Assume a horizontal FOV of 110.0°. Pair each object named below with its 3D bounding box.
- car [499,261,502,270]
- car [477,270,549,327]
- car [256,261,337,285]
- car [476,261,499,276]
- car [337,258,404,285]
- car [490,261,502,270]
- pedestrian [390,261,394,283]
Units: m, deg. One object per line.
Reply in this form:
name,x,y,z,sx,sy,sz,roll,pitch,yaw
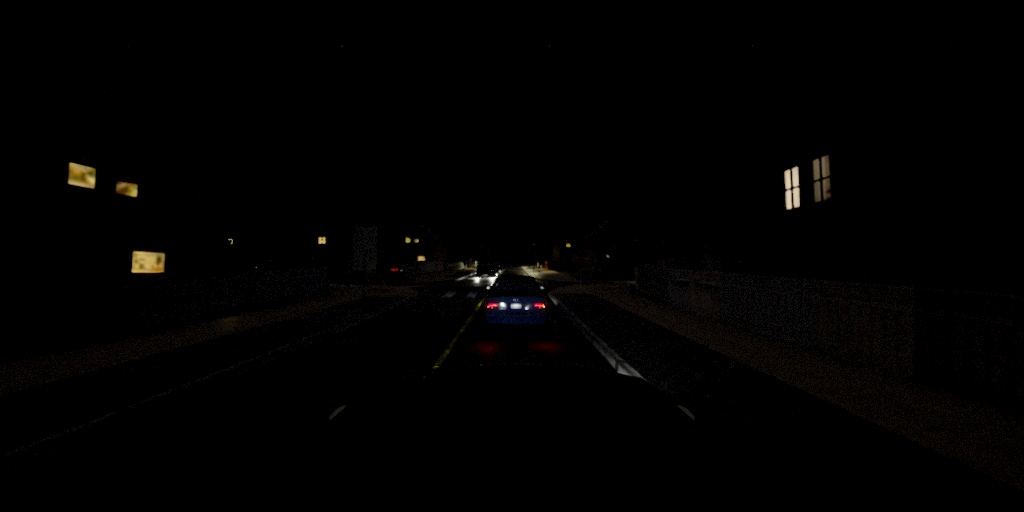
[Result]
car,-2.819,1.546,50.226,1.837,1.490,4.892,0,0,0
car,0.103,1.341,11.689,2.033,1.411,5.357,0,0,0
car,-14.487,1.139,23.576,4.553,1.767,2.097,0,-3,2
car,-2.832,1.441,39.879,1.882,1.535,5.008,0,0,0
car,-10.907,1.179,26.642,5.566,2.045,2.150,0,-4,1
car,-2.767,1.620,62.203,1.882,1.535,5.008,0,0,0
pedestrian,-9.808,1.247,29.252,0.375,1.860,0.375,0,-3,-1
